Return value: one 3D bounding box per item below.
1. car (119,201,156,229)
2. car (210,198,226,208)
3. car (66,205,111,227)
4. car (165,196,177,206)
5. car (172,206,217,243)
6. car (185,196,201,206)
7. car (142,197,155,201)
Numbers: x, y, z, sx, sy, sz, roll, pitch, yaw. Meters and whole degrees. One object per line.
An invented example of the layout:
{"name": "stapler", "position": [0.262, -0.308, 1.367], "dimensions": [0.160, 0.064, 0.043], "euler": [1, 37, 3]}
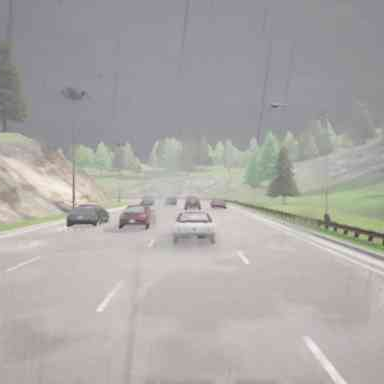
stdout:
{"name": "car", "position": [-3.403, 1.509, 21.170], "dimensions": [1.812, 1.442, 4.674], "euler": [0, 0, 0]}
{"name": "car", "position": [3.591, 1.527, 46.718], "dimensions": [1.994, 1.385, 4.181], "euler": [0, 0, 0]}
{"name": "car", "position": [-6.905, 1.546, 22.527], "dimensions": [1.994, 1.385, 4.181], "euler": [0, 0, 0]}
{"name": "car", "position": [-3.476, 1.447, 55.441], "dimensions": [2.128, 1.511, 4.902], "euler": [0, 0, -2]}
{"name": "car", "position": [0.097, 1.588, 16.038], "dimensions": [1.895, 1.301, 4.718], "euler": [0, 0, 0]}
{"name": "car", "position": [0.093, 1.317, 44.425], "dimensions": [2.097, 1.767, 4.553], "euler": [0, 0, 0]}
{"name": "car", "position": [-6.912, 1.522, 52.659], "dimensions": [1.994, 1.385, 4.181], "euler": [0, 0, 0]}
